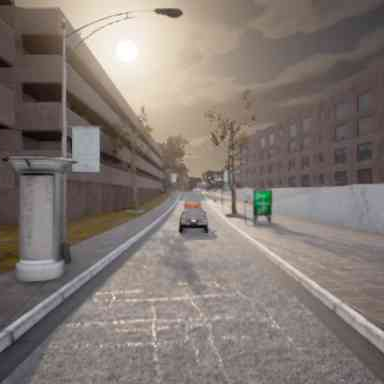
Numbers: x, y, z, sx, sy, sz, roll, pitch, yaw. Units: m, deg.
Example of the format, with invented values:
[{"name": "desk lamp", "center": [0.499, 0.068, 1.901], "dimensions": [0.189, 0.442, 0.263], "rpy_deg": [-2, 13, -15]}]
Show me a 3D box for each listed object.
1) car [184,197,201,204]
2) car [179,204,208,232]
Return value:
[{"name": "car", "center": [0.092, 1.442, 40.879], "dimensions": [2.097, 1.767, 4.553], "rpy_deg": [0, 1, 0]}, {"name": "car", "center": [0.096, 1.728, 21.660], "dimensions": [2.033, 1.411, 5.357], "rpy_deg": [0, 0, 0]}]
